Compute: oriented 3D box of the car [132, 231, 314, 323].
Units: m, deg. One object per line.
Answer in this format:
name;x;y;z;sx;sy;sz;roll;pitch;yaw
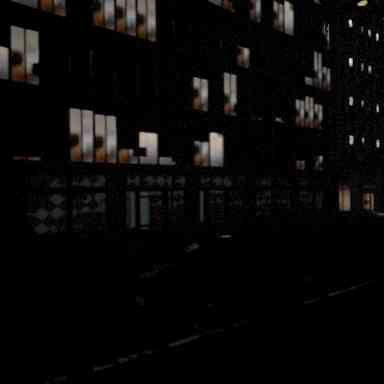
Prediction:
car;0.855;1.565;7.181;4.313;1.339;1.947;0;-1;-35
